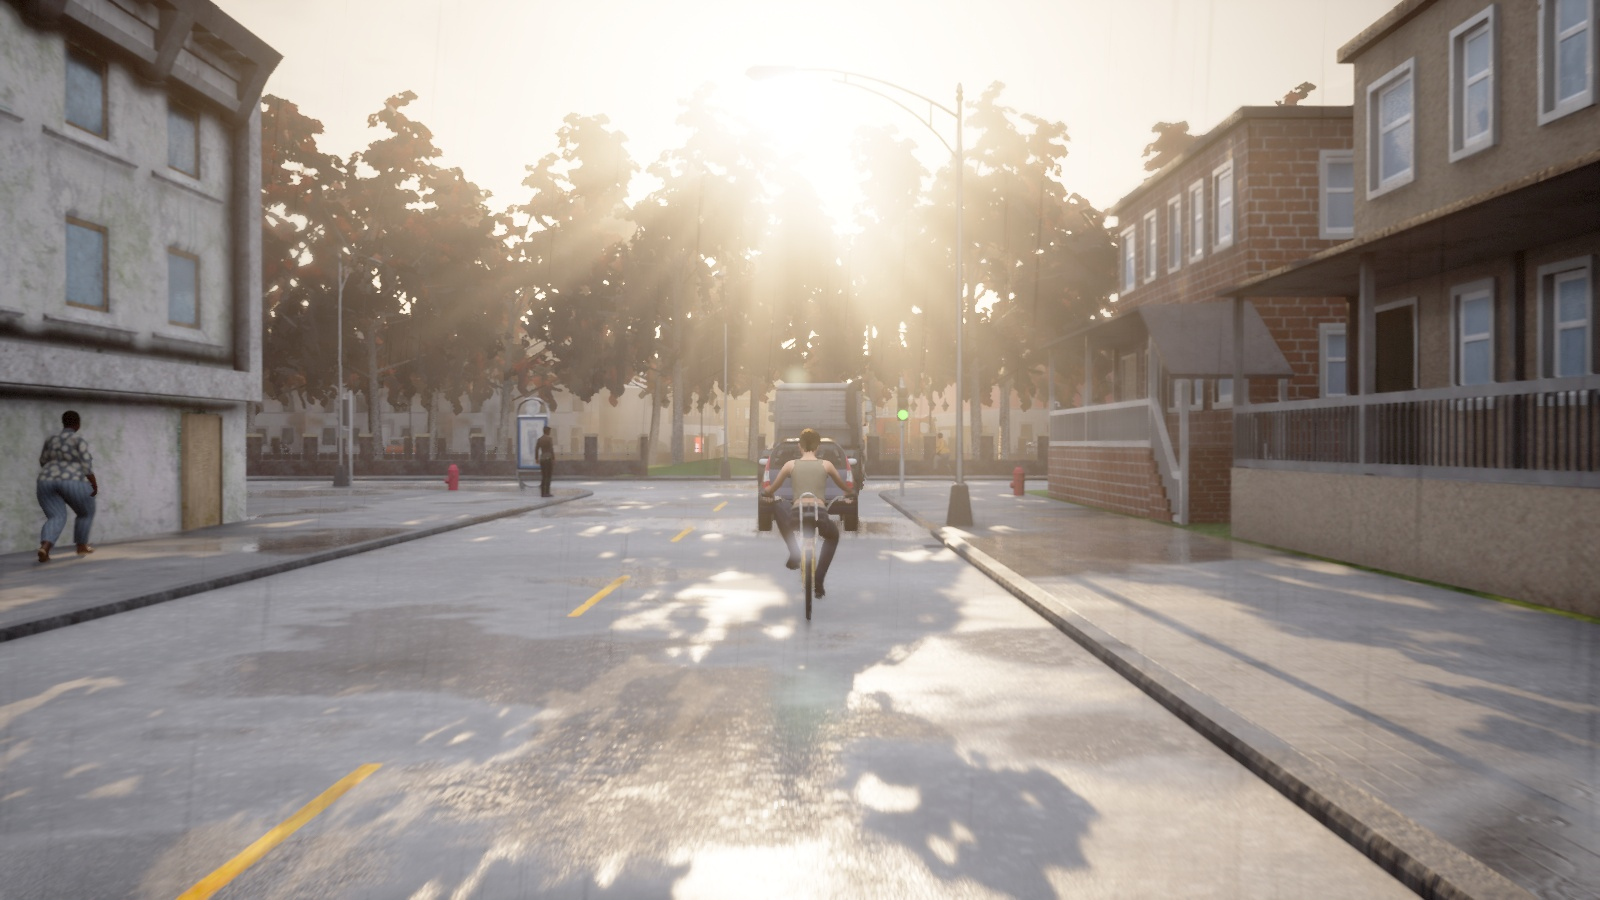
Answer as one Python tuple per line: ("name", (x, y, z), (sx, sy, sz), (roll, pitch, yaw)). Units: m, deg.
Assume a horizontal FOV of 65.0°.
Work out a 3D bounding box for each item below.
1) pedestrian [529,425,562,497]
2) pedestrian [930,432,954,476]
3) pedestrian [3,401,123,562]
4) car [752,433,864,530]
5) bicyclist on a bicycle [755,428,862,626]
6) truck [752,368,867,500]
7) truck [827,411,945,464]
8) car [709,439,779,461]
("pedestrian", (-6.482, 0.271, 32.033), (0.328, 1.805, 0.869), (0, 0, 30))
("pedestrian", (5.931, 0.165, 52.571), (0.900, 1.855, 0.874), (0, 0, 0))
("pedestrian", (-8.764, 0.365, 14.970), (0.874, 1.855, 0.900), (0, 0, 4))
("car", (0.143, 0.516, 22.878), (1.851, 1.617, 3.988), (0, 0, 0))
("bicyclist on a bicycle", (0.077, 0.621, 10.958), (0.866, 1.612, 1.509), (0, 0, 0))
("truck", (0.455, -0.444, 37.194), (2.891, 3.462, 7.936), (0, 0, 4))
("truck", (6.282, -0.934, 92.509), (8.468, 3.827, 2.891), (0, 0, 0))
("car", (-4.107, 0.001, 92.565), (5.027, 1.651, 2.152), (0, 0, 1))
